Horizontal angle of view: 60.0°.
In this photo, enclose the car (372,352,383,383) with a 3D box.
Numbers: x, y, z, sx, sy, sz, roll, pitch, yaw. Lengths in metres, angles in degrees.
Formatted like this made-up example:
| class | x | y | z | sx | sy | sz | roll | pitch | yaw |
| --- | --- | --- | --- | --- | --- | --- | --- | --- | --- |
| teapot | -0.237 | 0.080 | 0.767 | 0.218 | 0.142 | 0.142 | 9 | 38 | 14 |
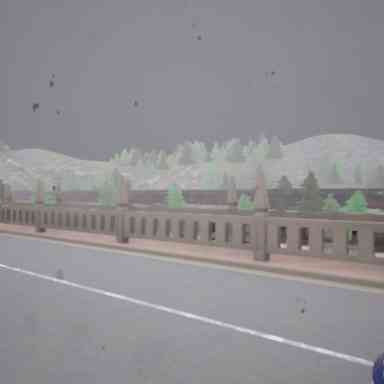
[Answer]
| class | x | y | z | sx | sy | sz | roll | pitch | yaw |
| --- | --- | --- | --- | --- | --- | --- | --- | --- | --- |
| car | 3.446 | 1.527 | 1.533 | 4.674 | 1.442 | 1.812 | 0 | 0 | 36 |
